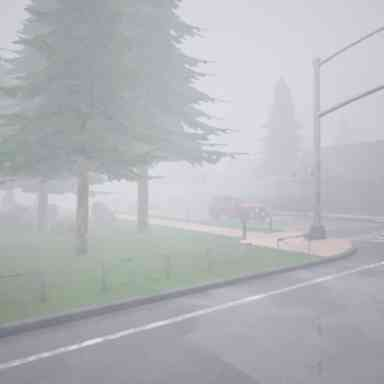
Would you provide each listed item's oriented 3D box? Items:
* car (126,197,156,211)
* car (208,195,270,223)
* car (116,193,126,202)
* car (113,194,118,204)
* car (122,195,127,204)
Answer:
[{"bbox_3d":[-5.941,1.592,39.930,1.994,1.385,4.181,-1,0,-33],"label":"car"},{"bbox_3d":[3.516,1.253,26.202,2.150,2.045,5.566,-1,0,-35],"label":"car"},{"bbox_3d":[-13.393,1.200,61.978,2.150,2.045,5.566,0,0,-21],"label":"car"},{"bbox_3d":[-13.977,1.328,54.392,1.895,1.301,4.718,0,0,-25],"label":"car"},{"bbox_3d":[-9.187,1.557,52.899,1.994,1.385,4.181,0,0,-26],"label":"car"}]
